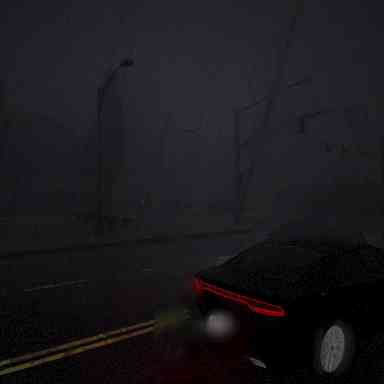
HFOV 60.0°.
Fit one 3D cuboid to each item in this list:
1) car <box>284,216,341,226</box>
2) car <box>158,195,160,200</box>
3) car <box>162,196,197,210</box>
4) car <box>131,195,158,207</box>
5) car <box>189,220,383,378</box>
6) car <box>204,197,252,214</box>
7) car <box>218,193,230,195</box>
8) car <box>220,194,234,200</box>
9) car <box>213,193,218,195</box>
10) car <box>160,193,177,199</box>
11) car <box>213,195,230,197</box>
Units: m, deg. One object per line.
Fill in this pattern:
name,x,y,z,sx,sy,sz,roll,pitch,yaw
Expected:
car,4.357,1.564,11.857,4.181,1.385,1.994,0,0,-38
car,-7.303,1.153,89.220,4.605,1.855,1.932,0,0,-37
car,-1.730,1.564,44.060,1.994,1.385,4.181,0,0,-35
car,-7.843,1.352,52.805,2.097,1.767,4.553,0,0,-35
car,2.278,1.478,5.631,5.008,1.535,1.882,0,0,-37
car,3.972,1.547,35.918,2.033,1.411,5.357,0,0,-35
car,7.793,1.395,68.776,3.806,1.475,1.970,0,0,-37
car,10.024,1.395,95.078,3.806,1.475,1.970,0,0,-37
car,6.079,1.156,71.110,3.866,1.878,1.905,0,0,-37
car,-5.625,1.156,86.861,3.866,1.878,1.905,0,0,-37
car,4.758,1.547,47.324,2.033,1.411,5.357,0,0,-35
